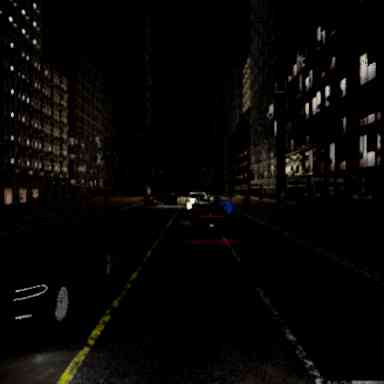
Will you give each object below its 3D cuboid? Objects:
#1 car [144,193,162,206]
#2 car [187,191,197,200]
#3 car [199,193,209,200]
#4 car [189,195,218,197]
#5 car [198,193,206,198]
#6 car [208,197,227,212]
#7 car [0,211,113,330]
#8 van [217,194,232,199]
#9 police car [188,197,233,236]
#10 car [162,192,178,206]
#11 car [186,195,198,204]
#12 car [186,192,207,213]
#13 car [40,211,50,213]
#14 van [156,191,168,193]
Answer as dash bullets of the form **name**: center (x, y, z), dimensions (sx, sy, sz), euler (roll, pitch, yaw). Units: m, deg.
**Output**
- **car**: center (-5.703, 1.187, 46.758), dimensions (1.752, 1.417, 4.829), euler (0, 0, 0)
- **car**: center (-0.016, 0.784, 68.982), dimensions (2.097, 1.767, 4.553), euler (0, 0, 0)
- **car**: center (2.671, 1.009, 75.268), dimensions (2.008, 1.369, 4.403), euler (0, 0, 0)
- **car**: center (0.893, 1.276, 27.658), dimensions (1.882, 1.535, 5.008), euler (0, 0, 0)
- **car**: center (2.669, 0.923, 86.604), dimensions (1.887, 1.381, 4.507), euler (0, 0, 0)
- **car**: center (2.680, 1.265, 35.762), dimensions (1.752, 1.417, 4.829), euler (0, 0, 0)
- **car**: center (-3.103, 1.424, 7.187), dimensions (1.882, 1.535, 5.008), euler (0, 0, 0)
- **van**: center (2.681, 1.122, 29.924), dimensions (1.690, 1.788, 3.998), euler (0, 0, 0)
- **police car**: center (0.895, 1.294, 17.768), dimensions (1.930, 1.638, 5.238), euler (0, 0, 0)
- **car**: center (-3.094, 1.128, 48.256), dimensions (1.882, 1.535, 5.008), euler (0, 1, 0)
- **car**: center (-0.012, 1.174, 54.014), dimensions (1.994, 1.385, 4.181), euler (0, 0, 0)
- **car**: center (0.652, 0.977, 33.765), dimensions (2.150, 2.045, 5.566), euler (0, 0, 4)
- **car**: center (-5.695, 1.431, 12.751), dimensions (1.752, 1.417, 4.829), euler (0, 0, 0)
- **van**: center (-5.706, 0.921, 58.263), dimensions (1.690, 1.788, 3.998), euler (0, 0, 0)
